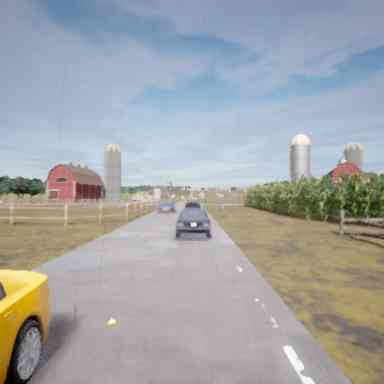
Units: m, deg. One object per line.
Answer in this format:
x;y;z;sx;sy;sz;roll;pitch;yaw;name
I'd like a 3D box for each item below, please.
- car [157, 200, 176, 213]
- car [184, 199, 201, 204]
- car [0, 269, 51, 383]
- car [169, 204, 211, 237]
-2.854;1.650;38.259;1.812;1.442;4.674;0;0;0;car
0.083;1.645;40.555;1.837;1.490;4.892;0;-1;0;car
-2.849;1.475;2.494;1.882;1.535;5.008;0;0;0;car
0.083;1.570;18.032;2.033;1.411;5.357;0;0;0;car
